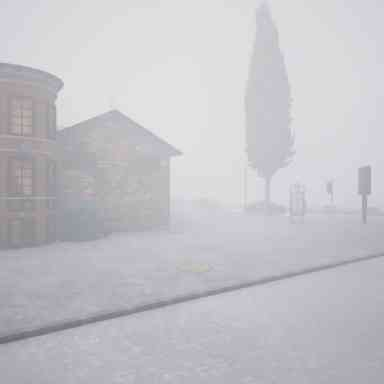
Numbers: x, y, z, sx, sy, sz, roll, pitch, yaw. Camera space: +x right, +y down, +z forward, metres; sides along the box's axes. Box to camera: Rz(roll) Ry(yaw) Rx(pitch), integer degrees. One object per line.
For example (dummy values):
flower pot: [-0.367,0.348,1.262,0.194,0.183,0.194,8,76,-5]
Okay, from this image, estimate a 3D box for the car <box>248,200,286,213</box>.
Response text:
car: [7.851,1.564,35.343,1.994,1.385,4.181,0,0,-36]

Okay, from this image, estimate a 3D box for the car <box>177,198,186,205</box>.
car: [-3.052,1.601,57.822,1.895,1.301,4.718,0,0,-36]

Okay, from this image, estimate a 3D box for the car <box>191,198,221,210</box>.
car: [1.855,1.491,43.741,2.128,1.511,4.902,0,0,-35]

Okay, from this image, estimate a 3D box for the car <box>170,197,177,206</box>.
car: [-4.816,1.526,53.132,1.812,1.442,4.674,0,0,-35]
